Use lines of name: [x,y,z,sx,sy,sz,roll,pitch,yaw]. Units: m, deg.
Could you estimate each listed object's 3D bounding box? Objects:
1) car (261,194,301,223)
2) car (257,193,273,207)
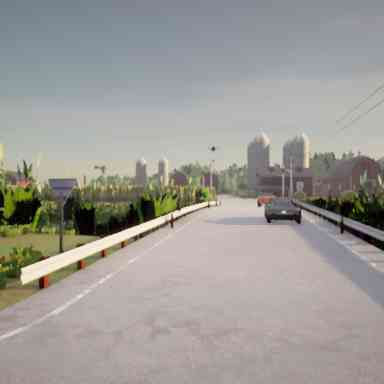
car: [5.557,1.049,20.671,1.994,1.385,4.181,0,2,11]
car: [8.863,0.890,39.685,2.097,1.767,4.553,0,-2,9]
